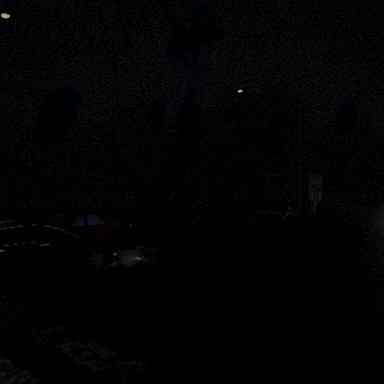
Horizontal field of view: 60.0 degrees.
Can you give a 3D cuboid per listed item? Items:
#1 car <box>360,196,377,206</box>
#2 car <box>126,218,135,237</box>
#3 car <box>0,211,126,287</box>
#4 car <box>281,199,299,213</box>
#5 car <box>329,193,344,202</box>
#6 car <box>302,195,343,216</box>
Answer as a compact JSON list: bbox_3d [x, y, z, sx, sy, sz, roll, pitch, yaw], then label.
[{"bbox_3d":[27.271,1.360,51.343,1.882,1.535,5.008,0,-1,36],"label":"car"},{"bbox_3d":[-4.613,1.447,12.687,2.033,1.411,5.357,0,1,36],"label":"car"},{"bbox_3d":[-4.177,1.449,8.265,1.837,1.490,4.892,0,1,36],"label":"car"},{"bbox_3d":[10.472,1.371,33.327,1.994,1.385,4.181,0,0,36],"label":"car"},{"bbox_3d":[19.763,0.935,45.892,1.837,1.490,4.892,0,0,36],"label":"car"},{"bbox_3d":[11.827,1.305,30.194,2.128,1.511,4.902,0,0,36],"label":"car"}]
